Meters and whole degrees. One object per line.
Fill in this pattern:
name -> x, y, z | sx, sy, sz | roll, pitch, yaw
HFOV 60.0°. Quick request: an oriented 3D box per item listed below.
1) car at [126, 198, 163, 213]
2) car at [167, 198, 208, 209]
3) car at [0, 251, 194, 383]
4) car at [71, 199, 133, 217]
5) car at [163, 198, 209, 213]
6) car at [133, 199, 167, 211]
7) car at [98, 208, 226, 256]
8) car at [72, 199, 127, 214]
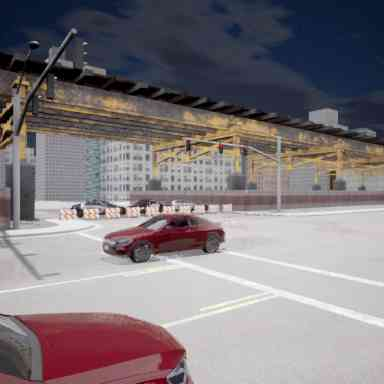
car -> -4.615, 1.295, 33.143 | 1.853, 1.218, 4.536 | 0, 0, 18
car -> -0.781, 1.295, 36.856 | 4.536, 1.218, 1.853 | 0, 0, -7
car -> -2.141, 1.526, 2.240 | 4.674, 1.442, 1.812 | 0, 0, -35
car -> -8.370, 1.453, 30.399 | 4.974, 1.542, 2.038 | 0, 0, 8
car -> -0.730, 1.453, 36.862 | 4.974, 1.542, 2.038 | 0, 0, -7
car -> -4.631, 1.453, 33.093 | 2.038, 1.542, 4.974 | 0, 0, 18
car -> -0.841, 1.526, 12.008 | 4.674, 1.442, 1.812 | 0, 0, -36
car -> -8.421, 1.295, 30.406 | 4.536, 1.218, 1.853 | 0, 0, 8
